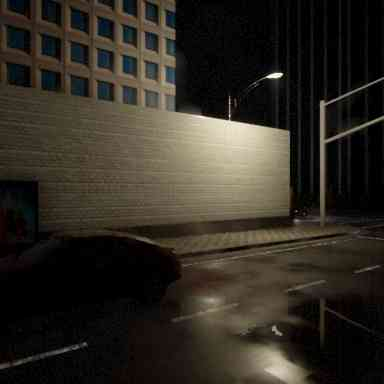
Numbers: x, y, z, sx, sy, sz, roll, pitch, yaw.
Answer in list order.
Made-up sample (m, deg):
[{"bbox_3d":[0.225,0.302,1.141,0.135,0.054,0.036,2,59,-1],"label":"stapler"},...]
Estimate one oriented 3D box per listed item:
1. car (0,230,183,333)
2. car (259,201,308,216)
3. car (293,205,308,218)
[{"bbox_3d":[-2.369,1.526,6.605,4.674,1.442,1.812,0,0,-36],"label":"car"},{"bbox_3d":[9.324,1.656,34.302,1.895,1.301,4.718,0,0,-36],"label":"car"},{"bbox_3d":[8.123,1.581,29.977,1.812,1.442,4.674,0,0,-36],"label":"car"}]
